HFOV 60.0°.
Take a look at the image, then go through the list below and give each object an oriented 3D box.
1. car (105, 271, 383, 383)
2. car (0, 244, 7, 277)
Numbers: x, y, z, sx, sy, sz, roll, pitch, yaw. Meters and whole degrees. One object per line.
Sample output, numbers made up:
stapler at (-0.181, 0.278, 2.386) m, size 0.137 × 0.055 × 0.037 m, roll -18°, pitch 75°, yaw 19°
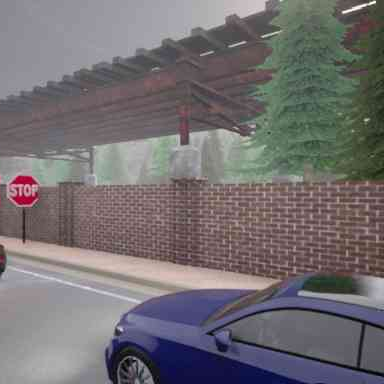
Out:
car at (1.220, 1.526, 3.122) m, size 4.674 × 1.442 × 1.812 m, roll 0°, pitch 0°, yaw 35°
car at (-6.643, 1.526, 8.731) m, size 4.674 × 1.442 × 1.812 m, roll 0°, pitch 0°, yaw 35°
